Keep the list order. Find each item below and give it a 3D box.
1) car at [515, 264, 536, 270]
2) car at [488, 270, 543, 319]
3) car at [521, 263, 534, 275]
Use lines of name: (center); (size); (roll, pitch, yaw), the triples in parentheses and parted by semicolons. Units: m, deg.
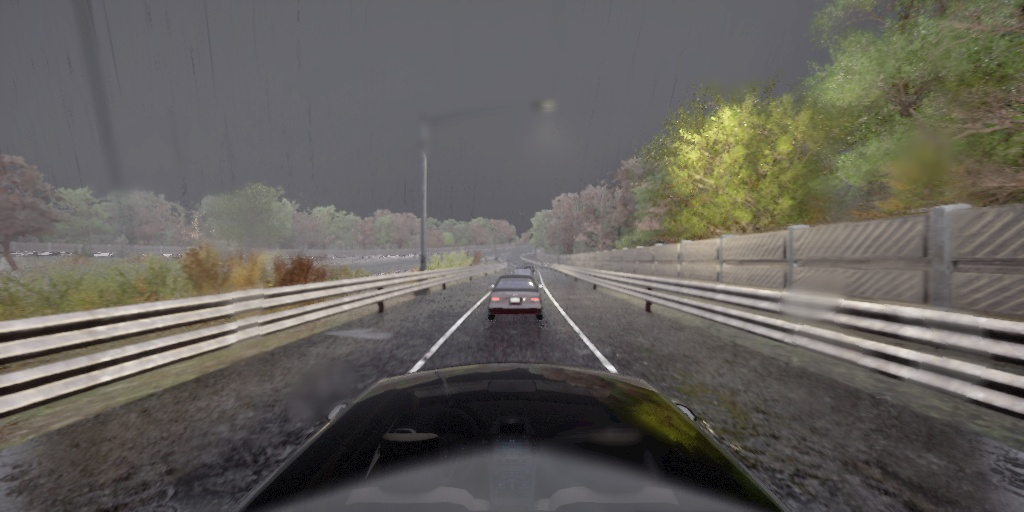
car: (0.898, 1.615, 29.088); (2.033, 1.411, 5.357); (0, -1, 3)
car: (0.158, 1.406, 13.300); (2.033, 1.411, 5.357); (0, -1, 1)
car: (2.369, 1.881, 52.493); (1.837, 1.490, 4.892); (0, 0, 4)
